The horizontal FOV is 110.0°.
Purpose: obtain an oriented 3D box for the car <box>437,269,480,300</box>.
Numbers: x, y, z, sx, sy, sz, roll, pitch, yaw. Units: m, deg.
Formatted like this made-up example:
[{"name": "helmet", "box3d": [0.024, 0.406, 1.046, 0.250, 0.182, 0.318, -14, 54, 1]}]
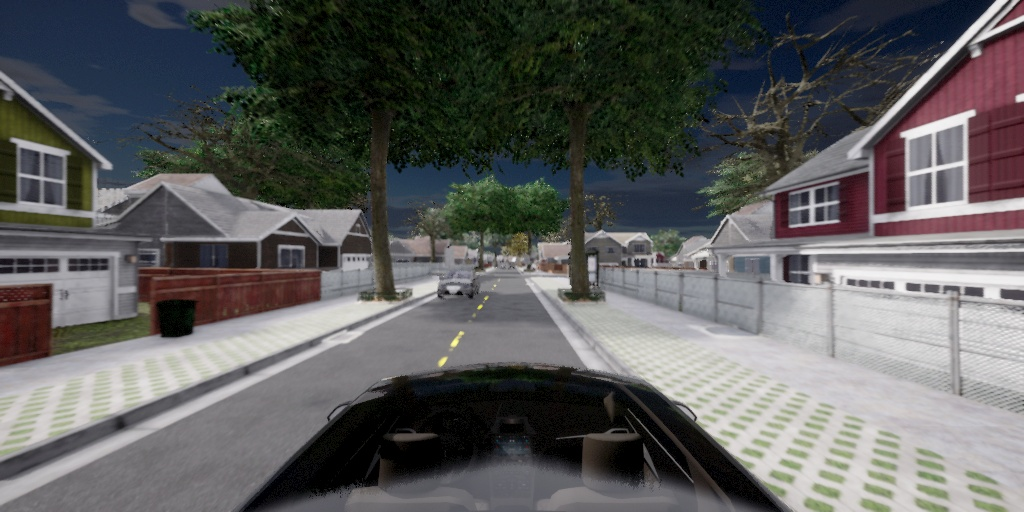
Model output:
[{"name": "car", "box3d": [-2.838, 1.501, 19.804, 2.128, 1.511, 4.902, 0, -1, 0]}]
